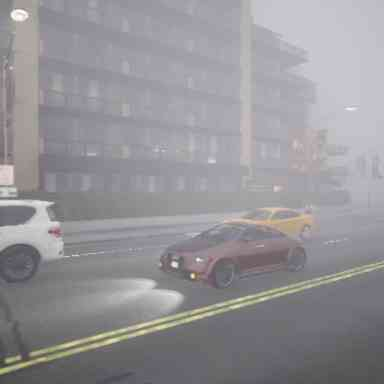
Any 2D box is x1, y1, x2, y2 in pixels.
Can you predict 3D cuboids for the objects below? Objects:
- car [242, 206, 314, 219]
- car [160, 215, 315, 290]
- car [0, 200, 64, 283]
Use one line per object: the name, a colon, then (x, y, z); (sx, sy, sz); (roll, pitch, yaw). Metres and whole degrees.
car: (3.452, 1.440, 14.935); (5.008, 1.535, 1.882); (0, 0, -36)
car: (1.222, 1.544, 9.102); (4.181, 1.385, 1.994); (0, 0, -35)
car: (-6.096, 1.226, 8.153); (5.566, 2.045, 2.150); (0, 0, -35)
